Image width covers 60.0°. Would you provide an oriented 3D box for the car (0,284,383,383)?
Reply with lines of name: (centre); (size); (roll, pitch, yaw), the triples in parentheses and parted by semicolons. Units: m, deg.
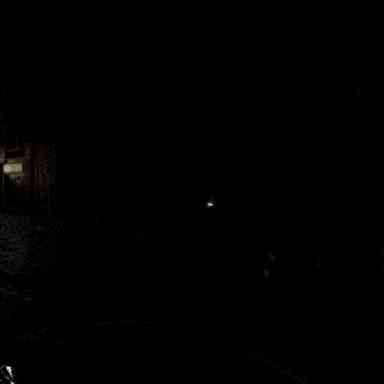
car: (-0.033, 1.560, 2.987); (4.313, 1.339, 1.947); (0, 0, 35)
